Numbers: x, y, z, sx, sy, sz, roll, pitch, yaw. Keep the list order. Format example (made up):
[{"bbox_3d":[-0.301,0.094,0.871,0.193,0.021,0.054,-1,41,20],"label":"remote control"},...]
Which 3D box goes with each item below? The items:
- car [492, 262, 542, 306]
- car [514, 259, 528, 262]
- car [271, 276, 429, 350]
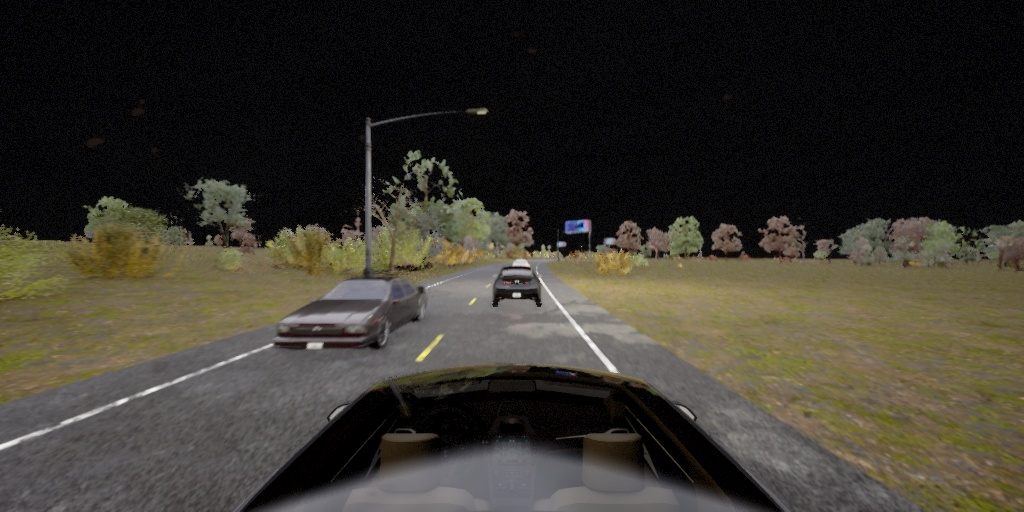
[{"bbox_3d":[0.219,1.158,15.122,1.837,1.490,4.892,0,0,1],"label":"car"},{"bbox_3d":[0.879,1.055,35.240,1.812,1.442,4.674,0,0,3],"label":"car"},{"bbox_3d":[-3.560,1.235,9.191,2.033,1.411,5.357,0,0,1],"label":"car"}]
